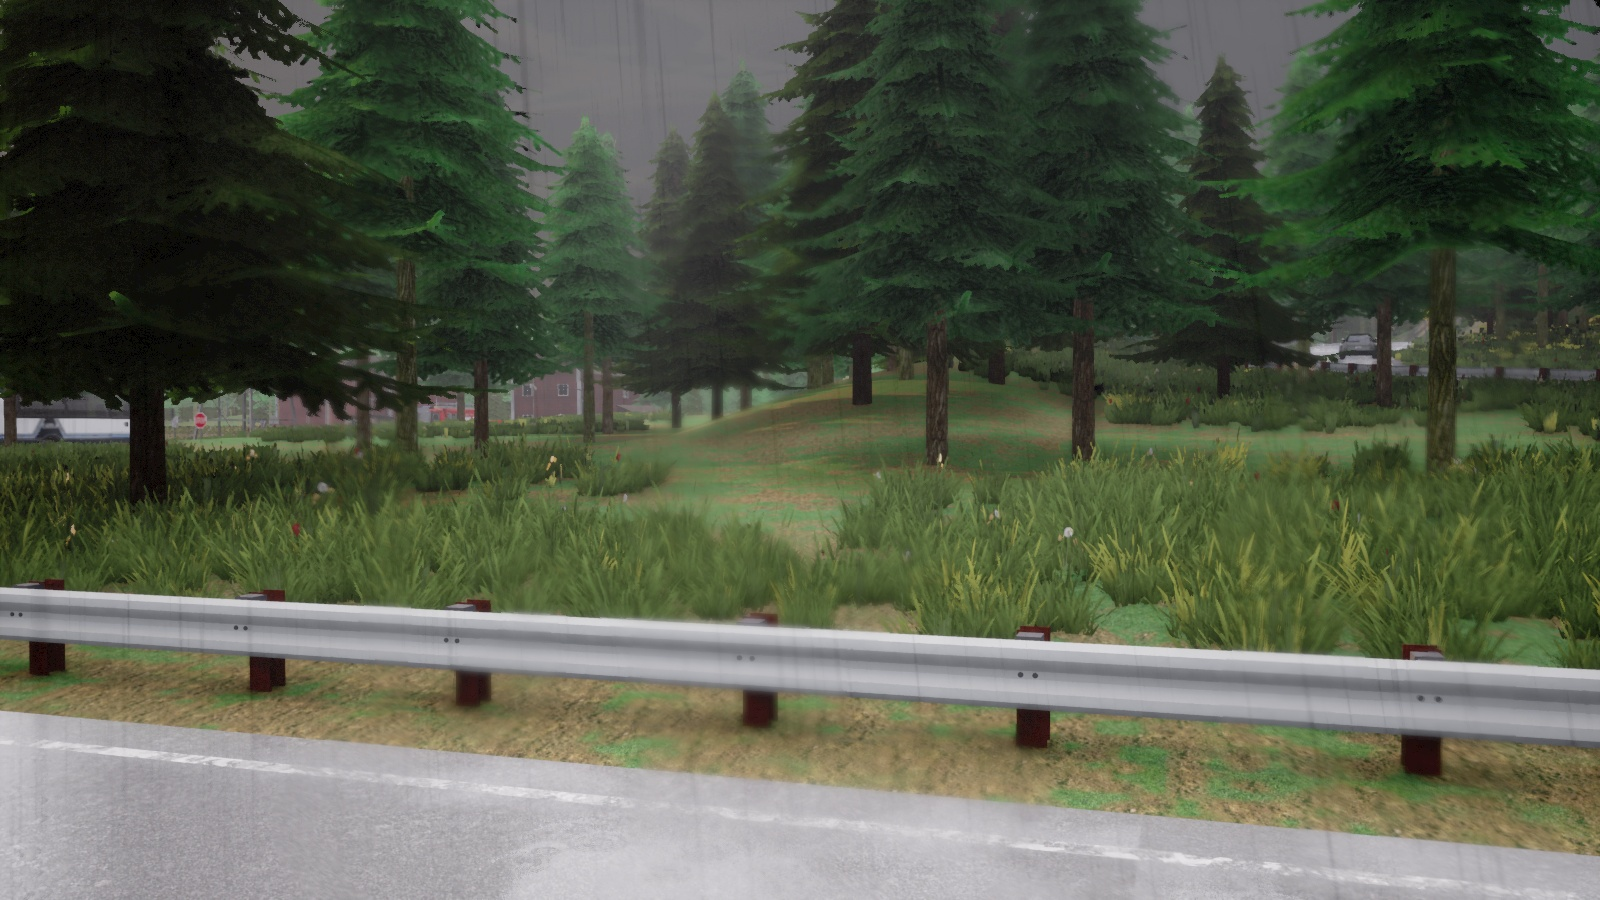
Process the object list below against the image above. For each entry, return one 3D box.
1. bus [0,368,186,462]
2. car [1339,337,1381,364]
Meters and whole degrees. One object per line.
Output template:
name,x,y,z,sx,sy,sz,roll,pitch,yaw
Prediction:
bus,-35.981,-1.655,62.237,3.944,4.253,10.273,1,1,17
car,31.240,-5.573,69.996,1.994,1.385,4.181,1,6,26
